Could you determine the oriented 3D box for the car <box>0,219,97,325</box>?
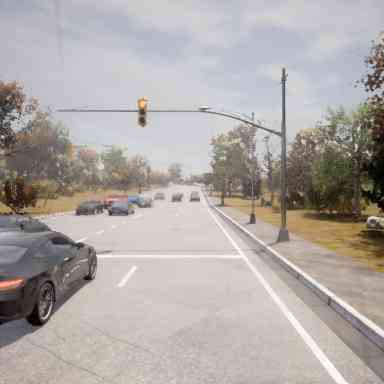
[{"bbox_3d":[-3.403,1.526,6.968,1.812,1.442,4.674,0,0,-1],"label":"car"}]

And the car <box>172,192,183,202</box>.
[{"bbox_3d":[-2.877,1.010,64.109,1.837,1.490,4.892,0,3,1],"label":"car"}]

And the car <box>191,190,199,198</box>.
[{"bbox_3d":[0.623,0.493,74.461,1.812,1.442,4.674,0,3,1],"label":"car"}]

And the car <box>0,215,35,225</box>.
[{"bbox_3d":[-7.028,1.564,12.569,1.994,1.385,4.181,0,0,0],"label":"car"}]

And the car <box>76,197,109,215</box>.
[{"bbox_3d":[-10.343,1.504,34.129,1.837,1.490,4.892,0,0,1],"label":"car"}]

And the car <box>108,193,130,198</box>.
[{"bbox_3d":[-10.247,1.220,44.502,2.150,2.045,5.566,0,0,0],"label":"car"}]

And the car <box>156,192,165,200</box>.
[{"bbox_3d":[-6.462,0.859,67.109,1.837,1.490,4.892,0,2,1],"label":"car"}]

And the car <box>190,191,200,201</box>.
[{"bbox_3d":[0.628,1.079,64.588,1.895,1.301,4.718,0,3,1],"label":"car"}]

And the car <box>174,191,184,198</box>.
[{"bbox_3d":[-2.884,0.587,74.043,1.895,1.301,4.718,0,3,1],"label":"car"}]

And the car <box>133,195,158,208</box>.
[{"bbox_3d":[-6.712,1.490,48.126,2.128,1.511,4.902,0,0,1],"label":"car"}]

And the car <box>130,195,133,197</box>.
[{"bbox_3d":[-10.111,1.284,57.833,1.882,1.535,5.008,0,2,1],"label":"car"}]

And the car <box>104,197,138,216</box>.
[{"bbox_3d":[-6.856,1.526,32.729,1.812,1.442,4.674,0,0,0],"label":"car"}]
